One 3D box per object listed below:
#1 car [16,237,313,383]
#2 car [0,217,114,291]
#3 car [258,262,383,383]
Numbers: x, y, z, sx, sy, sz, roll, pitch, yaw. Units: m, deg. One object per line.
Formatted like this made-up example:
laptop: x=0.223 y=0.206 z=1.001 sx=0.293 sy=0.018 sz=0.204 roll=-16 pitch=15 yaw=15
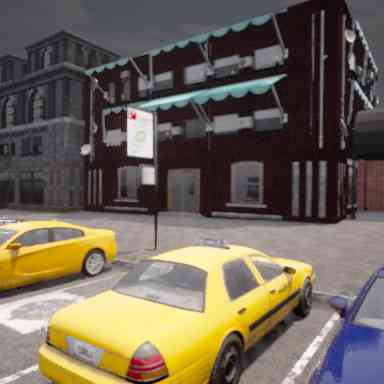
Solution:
car: x=0.456 y=1.482 z=5.245 sx=1.946 sy=1.575 sz=5.366 roll=0 pitch=0 yaw=35
car: x=-4.189 y=1.510 z=8.299 sx=2.097 sy=1.535 sz=5.008 roll=0 pitch=0 yaw=35
car: x=2.615 y=1.520 z=3.499 sx=2.002 sy=1.452 sz=4.674 roll=0 pitch=0 yaw=35
